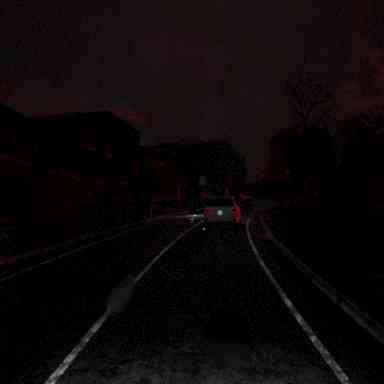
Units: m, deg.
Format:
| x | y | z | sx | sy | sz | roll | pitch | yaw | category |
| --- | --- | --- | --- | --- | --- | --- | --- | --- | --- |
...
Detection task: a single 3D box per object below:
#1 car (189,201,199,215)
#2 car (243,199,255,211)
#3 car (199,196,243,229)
| x | y | z | sx | sy | sz | roll | pitch | yaw | category |
| --- | --- | --- | --- | --- | --- | --- | --- | --- | --- |
| 1.038 | 1.678 | 35.108 | 1.994 | 1.385 | 4.181 | -1 | 0 | 15 | car |
| 6.583 | 1.567 | 41.291 | 2.033 | 1.411 | 5.357 | -2 | 0 | 17 | car |
| 2.080 | 1.256 | 22.156 | 2.150 | 2.045 | 5.566 | -1 | 0 | 9 | car |
